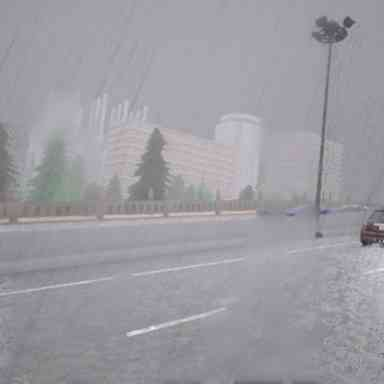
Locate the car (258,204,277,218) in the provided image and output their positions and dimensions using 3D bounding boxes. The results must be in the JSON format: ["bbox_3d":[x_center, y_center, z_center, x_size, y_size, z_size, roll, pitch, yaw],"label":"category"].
[{"bbox_3d":[8.181,1.823,31.314,4.181,1.385,1.994,1,0,-35],"label":"car"}]

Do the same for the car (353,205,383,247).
[{"bbox_3d":[9.540,1.522,14.848,4.553,1.767,2.097,1,0,-35],"label":"car"}]

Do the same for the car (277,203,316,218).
[{"bbox_3d":[9.803,1.731,28.173,5.008,1.535,1.882,0,0,-35],"label":"car"}]

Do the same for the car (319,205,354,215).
[{"bbox_3d":[12.011,1.759,25.450,4.892,1.490,1.837,0,0,-35],"label":"car"}]
